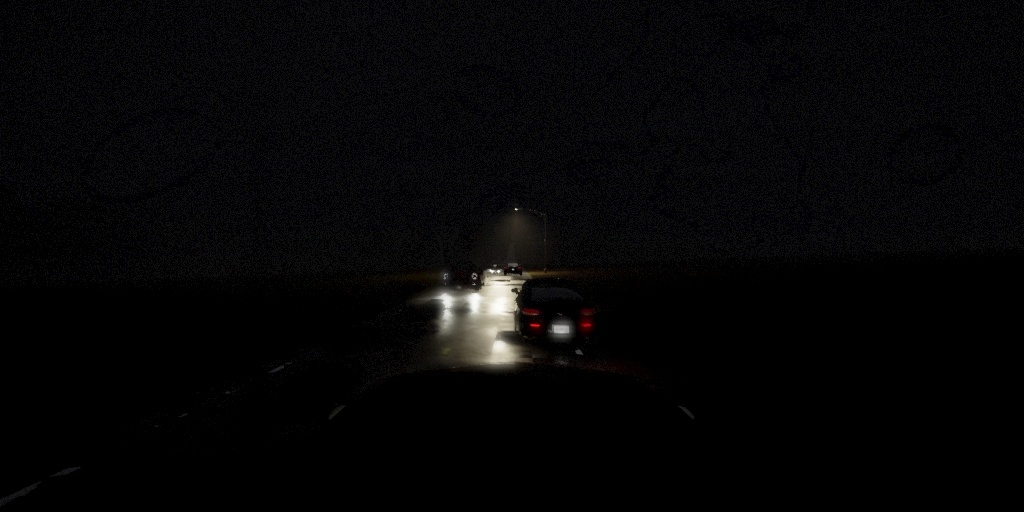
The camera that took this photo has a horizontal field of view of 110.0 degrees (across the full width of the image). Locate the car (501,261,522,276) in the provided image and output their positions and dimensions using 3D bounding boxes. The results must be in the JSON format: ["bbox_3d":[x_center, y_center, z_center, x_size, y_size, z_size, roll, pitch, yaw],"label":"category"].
[{"bbox_3d":[0.121,1.374,38.934,1.994,1.385,4.181,0,0,1],"label":"car"}]

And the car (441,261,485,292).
[{"bbox_3d":[-2.825,1.103,21.447,2.097,1.767,4.553,0,0,0],"label":"car"}]

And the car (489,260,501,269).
[{"bbox_3d":[-2.682,1.404,58.875,2.128,1.511,4.902,0,0,0],"label":"car"}]

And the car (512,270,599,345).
[{"bbox_3d":[0.973,1.272,9.327,1.812,1.442,4.674,0,0,0],"label":"car"}]
